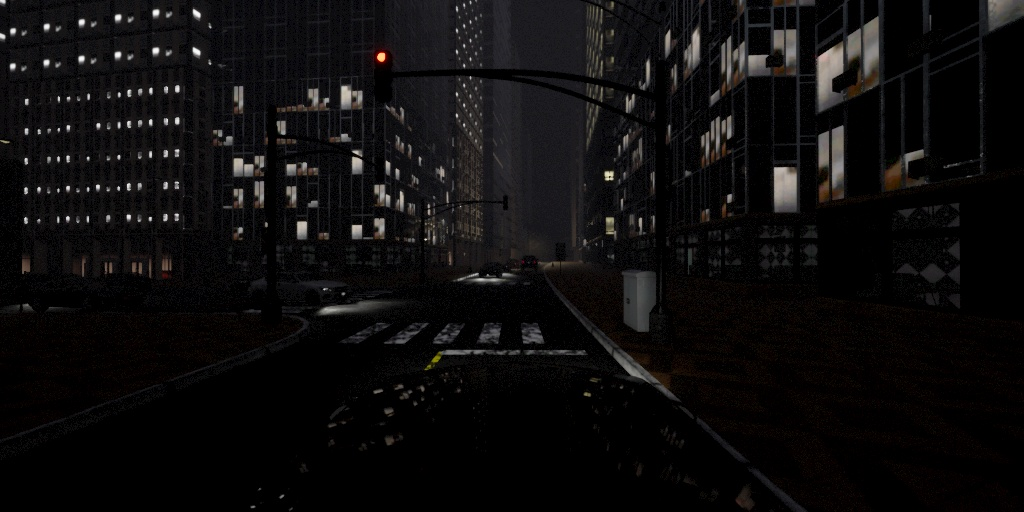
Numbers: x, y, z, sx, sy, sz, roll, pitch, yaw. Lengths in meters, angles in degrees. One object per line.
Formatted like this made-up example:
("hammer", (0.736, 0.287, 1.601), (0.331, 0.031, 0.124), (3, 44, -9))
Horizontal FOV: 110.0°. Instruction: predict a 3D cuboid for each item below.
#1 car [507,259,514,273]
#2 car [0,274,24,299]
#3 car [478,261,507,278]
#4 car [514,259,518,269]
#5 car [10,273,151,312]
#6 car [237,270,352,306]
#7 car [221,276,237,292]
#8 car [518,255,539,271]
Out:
("car", (-1.162, 1.322, 44.264), (1.895, 1.301, 4.718), (0, 0, 5))
("car", (-26.034, 1.682, 19.206), (4.892, 1.490, 1.837), (-1, 0, 9))
("car", (-1.946, 1.281, 34.256), (2.033, 1.411, 5.357), (0, 0, 4))
("car", (0.063, 1.178, 56.444), (1.882, 1.535, 5.008), (0, 0, 6))
("car", (-18.130, 1.567, 15.327), (4.403, 1.370, 2.007), (0, 0, 9))
("car", (-9.586, 1.407, 16.188), (4.674, 1.442, 1.812), (-1, -1, 15))
("car", (-16.819, 1.610, 23.605), (4.403, 1.370, 2.007), (0, 0, 9))
("car", (2.438, 0.934, 48.608), (2.150, 2.045, 5.566), (0, 0, 5))
